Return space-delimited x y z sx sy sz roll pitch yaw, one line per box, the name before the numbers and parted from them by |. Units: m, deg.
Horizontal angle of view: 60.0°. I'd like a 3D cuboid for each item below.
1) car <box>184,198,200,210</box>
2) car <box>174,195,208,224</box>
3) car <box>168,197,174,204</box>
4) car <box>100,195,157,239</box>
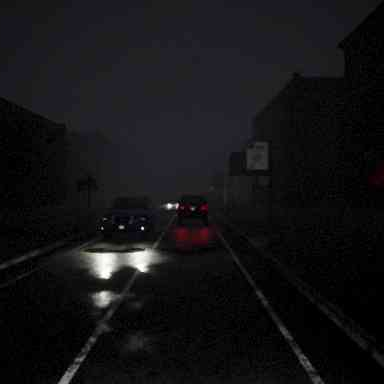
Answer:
car | -0.013 1.541 42.978 1.895 1.301 4.718 0 0 0
car | 0.043 1.205 24.774 2.150 2.045 5.566 0 0 0
car | -3.169 1.468 59.188 1.895 1.301 4.718 0 0 1
car | -3.137 1.208 17.556 2.150 2.045 5.566 0 0 0
